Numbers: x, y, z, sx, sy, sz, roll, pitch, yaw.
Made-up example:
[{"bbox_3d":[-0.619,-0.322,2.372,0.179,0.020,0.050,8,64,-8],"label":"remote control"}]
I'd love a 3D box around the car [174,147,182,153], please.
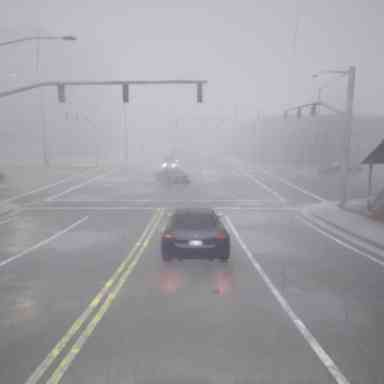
[{"bbox_3d":[-3.464,-10.600,83.460,1.812,1.442,4.674,0,10,0],"label":"car"}]

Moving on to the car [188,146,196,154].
[{"bbox_3d":[0.034,-9.623,78.094,1.895,1.301,4.718,0,10,0],"label":"car"}]

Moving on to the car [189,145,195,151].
[{"bbox_3d":[0.040,-12.246,93.217,1.812,1.442,4.674,0,10,0],"label":"car"}]

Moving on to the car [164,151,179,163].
[{"bbox_3d":[-3.549,-5.545,53.940,1.895,1.301,4.718,0,10,-2],"label":"car"}]

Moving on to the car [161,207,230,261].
[{"bbox_3d":[0.105,1.183,10.930,1.994,1.385,4.181,0,4,0],"label":"car"}]

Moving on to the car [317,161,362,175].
[{"bbox_3d":[16.133,-2.661,36.373,4.674,1.442,1.812,0,10,0],"label":"car"}]

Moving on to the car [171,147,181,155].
[{"bbox_3d":[-3.468,-9.079,73.422,2.097,1.767,4.553,0,10,0],"label":"car"}]

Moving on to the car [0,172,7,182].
[{"bbox_3d":[-19.131,-1.527,29.384,5.008,1.535,1.882,0,10,0],"label":"car"}]

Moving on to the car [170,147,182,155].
[{"bbox_3d":[-3.473,-7.297,63.678,2.128,1.511,4.902,0,10,0],"label":"car"}]

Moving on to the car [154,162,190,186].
[{"bbox_3d":[-1.850,-1.440,29.273,2.033,1.411,5.357,-4,10,-21],"label":"car"}]
